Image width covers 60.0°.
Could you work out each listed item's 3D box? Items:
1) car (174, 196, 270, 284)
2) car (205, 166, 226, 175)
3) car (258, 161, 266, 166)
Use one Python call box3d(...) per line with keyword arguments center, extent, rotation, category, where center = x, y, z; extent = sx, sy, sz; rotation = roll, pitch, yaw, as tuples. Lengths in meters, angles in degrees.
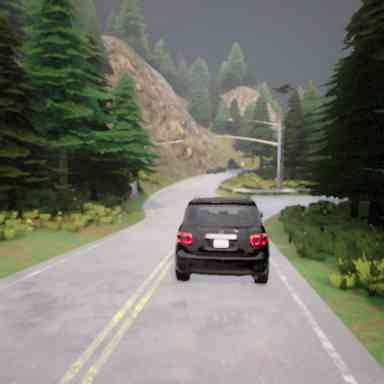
box3d(center=(0.875, 1.119, 9.487), extent=(2.150, 2.045, 5.566), rotation=(0, 1, 6), category="car")
box3d(center=(4.502, -4.135, 62.991), extent=(2.033, 1.411, 5.357), rotation=(4, 11, 34), category="car")
box3d(center=(17.174, -6.407, 73.798), extent=(5.357, 1.411, 2.033), rotation=(-8, 8, -25), category="car")
